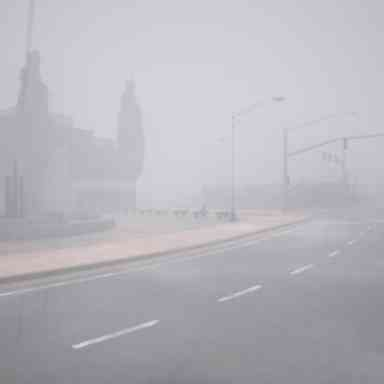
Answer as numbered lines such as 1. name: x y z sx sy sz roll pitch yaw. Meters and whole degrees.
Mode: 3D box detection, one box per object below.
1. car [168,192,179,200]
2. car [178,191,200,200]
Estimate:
1. car: -2.976 0.912 77.193 1.905 1.878 3.866 0 0 36
2. car: -0.646 1.137 75.472 1.970 1.475 3.806 0 0 36
